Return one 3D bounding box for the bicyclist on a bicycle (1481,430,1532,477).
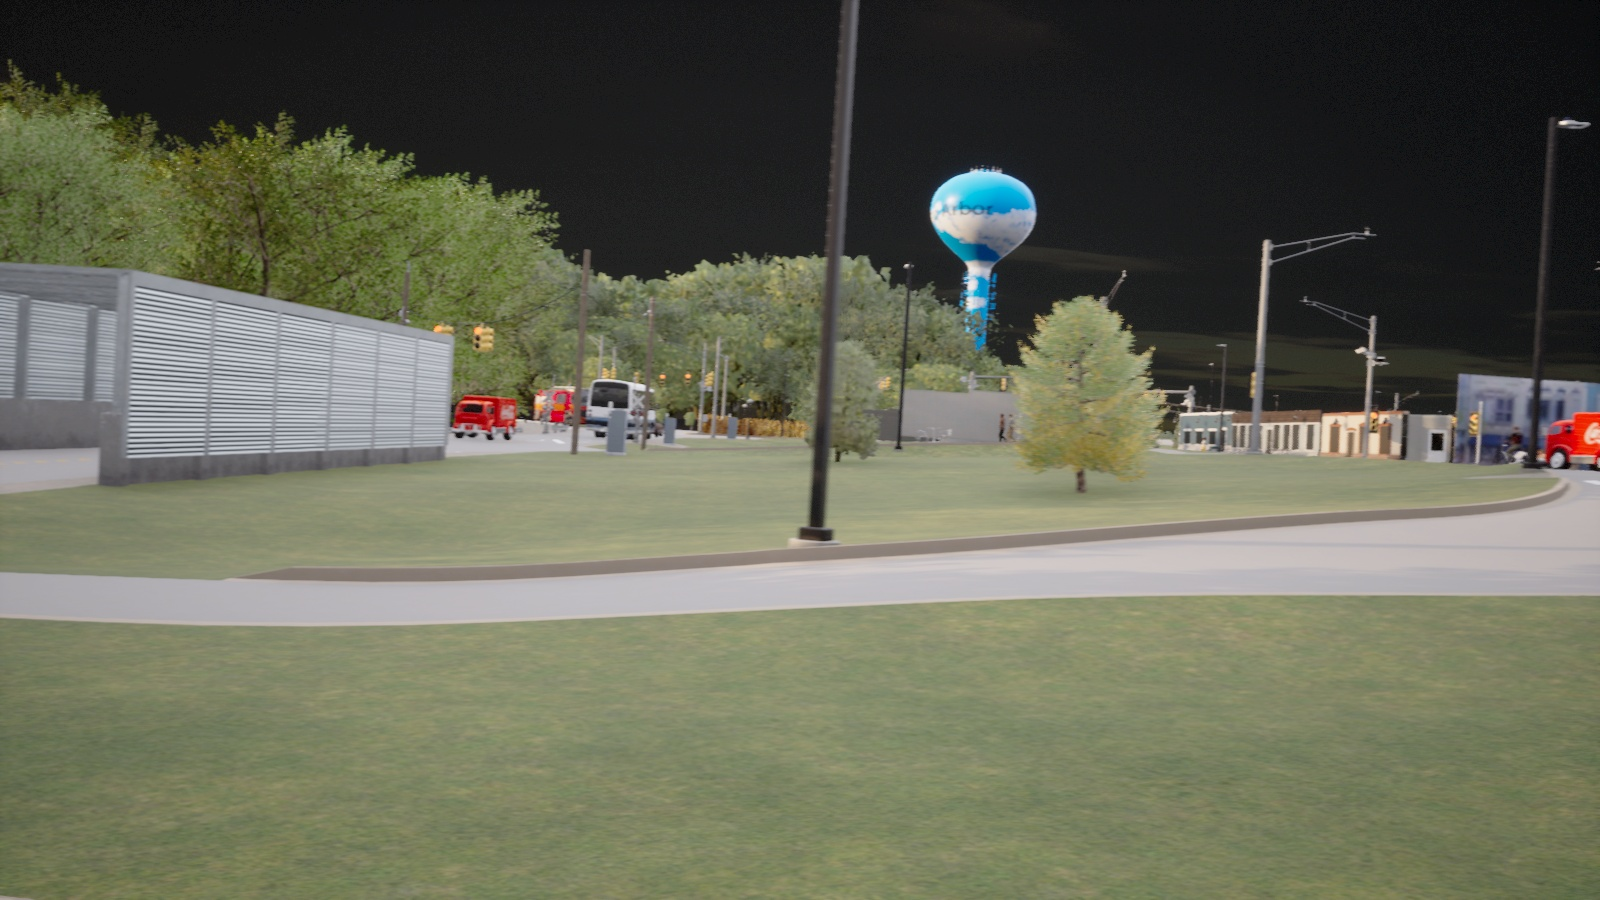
[{"bbox_3d":[28.432,0.119,50.565,0.659,1.776,1.843,4,1,-10],"label":"bicyclist on a bicycle"}]

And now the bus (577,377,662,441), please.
[{"bbox_3d":[-13.396,-3.032,94.468,3.944,4.253,10.273,5,1,4],"label":"bus"}]

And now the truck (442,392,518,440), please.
[{"bbox_3d":[-18.311,-1.949,72.187,2.627,2.467,5.204,4,1,4],"label":"truck"}]

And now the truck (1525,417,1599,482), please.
[{"bbox_3d":[31.782,0.020,49.606,2.627,2.467,5.204,4,1,-8],"label":"truck"}]
